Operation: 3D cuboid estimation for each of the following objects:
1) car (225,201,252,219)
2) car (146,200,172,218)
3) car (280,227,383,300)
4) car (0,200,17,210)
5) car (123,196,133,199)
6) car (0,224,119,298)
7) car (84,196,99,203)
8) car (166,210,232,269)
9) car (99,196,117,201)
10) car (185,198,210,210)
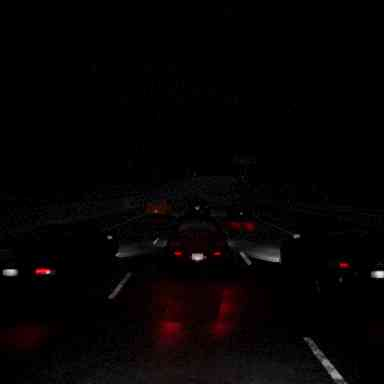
[{"bbox_3d":[3.995,1.488,28.801,2.128,1.511,4.902,0,0,1],"label":"car"},{"bbox_3d":[-2.965,1.468,30.403,1.882,1.535,5.008,0,0,2],"label":"car"},{"bbox_3d":[3.648,1.564,8.437,1.994,1.385,4.181,0,0,0],"label":"car"},{"bbox_3d":[-13.845,1.337,22.604,2.097,1.767,4.553,0,0,1],"label":"car"},{"bbox_3d":[-12.225,1.470,63.862,1.812,1.442,4.674,0,0,3],"label":"car"},{"bbox_3d":[-3.353,1.544,8.695,2.033,1.411,5.357,0,0,0],"label":"car"},{"bbox_3d":[-19.221,1.493,64.051,1.994,1.385,4.181,0,0,3],"label":"car"},{"bbox_3d":[0.171,1.523,10.992,1.812,1.442,4.674,0,0,1],"label":"car"},{"bbox_3d":[-15.723,1.500,63.992,1.994,1.385,4.181,0,0,3],"label":"car"},{"bbox_3d":[0.489,1.346,28.562,2.097,1.767,4.553,0,0,1],"label":"car"}]
